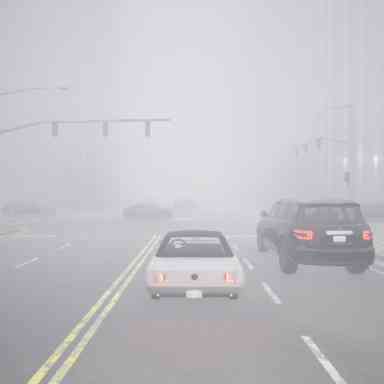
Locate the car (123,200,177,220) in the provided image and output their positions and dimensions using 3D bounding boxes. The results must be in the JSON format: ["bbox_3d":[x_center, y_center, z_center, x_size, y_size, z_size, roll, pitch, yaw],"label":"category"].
[{"bbox_3d":[-3.622,1.564,27.614,4.181,1.385,1.994,0,0,-1],"label":"car"}]

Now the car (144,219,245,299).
[{"bbox_3d":[0.067,1.601,8.369,1.895,1.301,4.718,0,0,1],"label":"car"}]

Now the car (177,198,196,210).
[{"bbox_3d":[-0.847,1.477,43.169,1.882,1.535,5.008,1,0,17],"label":"car"}]

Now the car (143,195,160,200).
[{"bbox_3d":[-7.040,1.352,55.236,2.097,1.767,4.553,0,0,0],"label":"car"}]

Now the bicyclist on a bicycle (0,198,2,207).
[{"bbox_3d":[-26.380,1.301,45.389,0.582,1.620,1.656,0,0,-1],"label":"bicyclist on a bicycle"}]

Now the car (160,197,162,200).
[{"bbox_3d":[-6.971,1.547,65.756,2.033,1.411,5.357,0,0,1],"label":"car"}]

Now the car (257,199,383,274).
[{"bbox_3d":[3.583,1.222,10.723,2.150,2.045,5.566,0,0,0],"label":"car"}]

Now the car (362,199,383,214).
[{"bbox_3d":[20.876,1.491,35.044,4.902,1.511,2.128,0,0,-1],"label":"car"}]

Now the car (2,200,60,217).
[{"bbox_3d":[-15.032,1.491,31.181,4.902,1.511,2.128,0,0,-3],"label":"car"}]
